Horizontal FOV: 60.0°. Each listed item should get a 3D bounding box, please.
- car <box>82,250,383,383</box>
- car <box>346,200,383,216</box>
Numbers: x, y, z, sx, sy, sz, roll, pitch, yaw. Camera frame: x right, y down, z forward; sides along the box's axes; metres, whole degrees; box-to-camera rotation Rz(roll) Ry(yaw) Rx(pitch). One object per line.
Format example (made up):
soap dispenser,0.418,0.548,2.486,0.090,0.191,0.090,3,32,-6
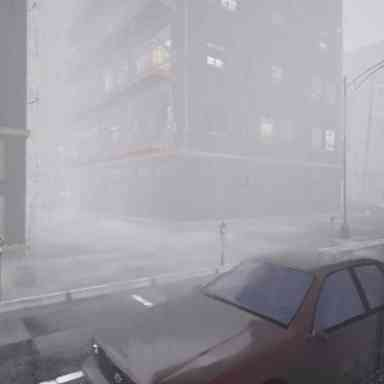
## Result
car,1.456,1.557,4.414,5.357,1.411,2.033,0,0,-35
car,15.289,1.421,30.647,2.008,1.369,4.403,1,0,-36
